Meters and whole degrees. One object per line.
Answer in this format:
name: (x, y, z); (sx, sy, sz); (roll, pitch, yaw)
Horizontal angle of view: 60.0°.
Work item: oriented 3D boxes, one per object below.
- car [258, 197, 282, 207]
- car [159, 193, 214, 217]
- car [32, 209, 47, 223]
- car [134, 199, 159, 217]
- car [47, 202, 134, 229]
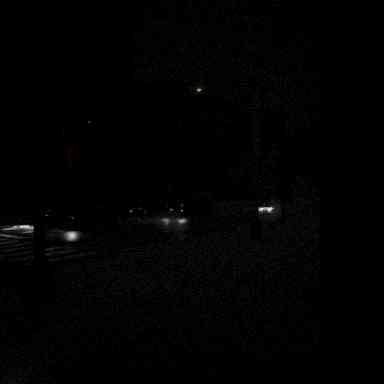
car: (10.682, 1.381, 45.395); (1.994, 1.385, 4.181); (0, 0, 36)
car: (-0.147, 1.118, 30.185); (2.150, 2.045, 5.566); (0, 0, 35)
car: (-8.940, 1.511, 23.388); (1.994, 1.385, 4.181); (0, 0, 35)
car: (-3.825, 1.400, 30.608); (2.128, 1.511, 4.902); (0, 0, 35)
car: (-6.337, 1.419, 21.452); (1.882, 1.535, 5.008); (0, 0, 34)
